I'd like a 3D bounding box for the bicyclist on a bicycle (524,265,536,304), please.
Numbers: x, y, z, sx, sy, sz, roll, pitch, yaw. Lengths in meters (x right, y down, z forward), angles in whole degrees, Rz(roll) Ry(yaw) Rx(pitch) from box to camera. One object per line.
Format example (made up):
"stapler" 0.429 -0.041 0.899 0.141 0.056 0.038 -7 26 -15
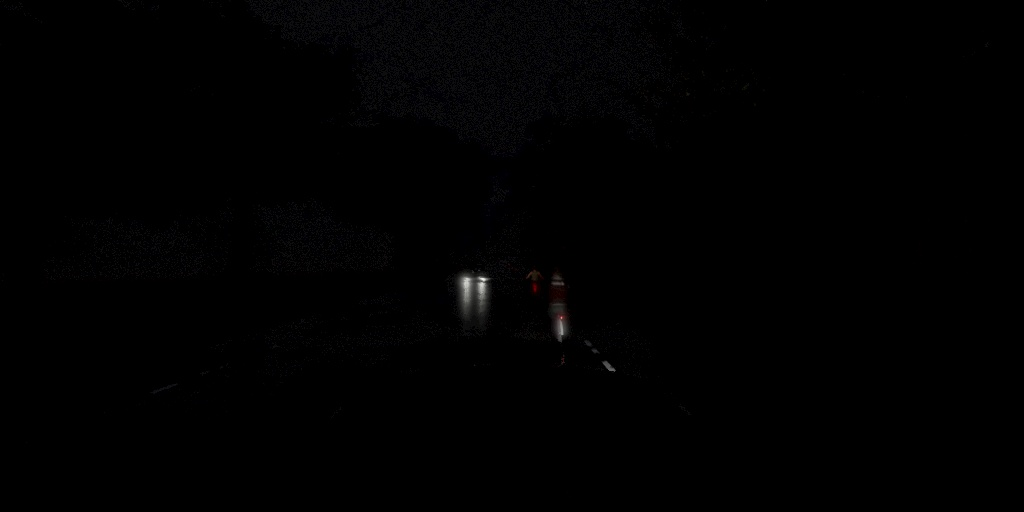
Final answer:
"bicyclist on a bicycle" 0.968 1.204 15.387 0.866 1.612 1.509 0 0 0

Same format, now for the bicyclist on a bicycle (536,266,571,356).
"bicyclist on a bicycle" 0.962 1.127 7.784 0.659 1.776 1.843 0 0 0

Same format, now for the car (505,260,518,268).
"car" 0.095 1.514 64.378 1.895 1.301 4.718 0 0 0

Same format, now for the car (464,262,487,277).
"car" -3.601 1.316 36.005 1.837 1.490 4.892 0 -1 0
